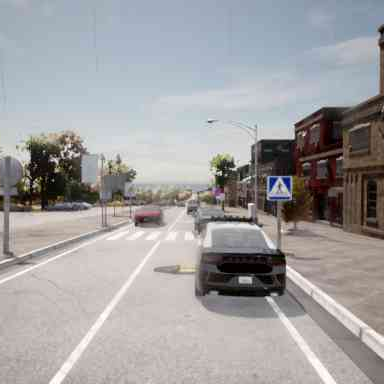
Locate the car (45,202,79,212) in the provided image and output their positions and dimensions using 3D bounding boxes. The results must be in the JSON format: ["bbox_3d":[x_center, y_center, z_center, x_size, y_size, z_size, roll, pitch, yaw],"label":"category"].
[{"bbox_3d":[-21.659,2.521,54.446,4.674,1.452,2.002,0,-1,0],"label":"car"}]

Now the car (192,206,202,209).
[{"bbox_3d":[1.051,1.715,18.771,1.837,1.490,4.892,0,-1,0],"label":"car"}]

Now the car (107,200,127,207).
[{"bbox_3d":[-21.385,3.378,92.619,5.008,1.535,2.097,0,-1,0],"label":"car"}]

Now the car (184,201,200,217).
[{"bbox_3d":[0.256,2.359,46.538,1.837,1.490,4.892,0,-1,1],"label":"car"}]

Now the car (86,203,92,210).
[{"bbox_3d":[-21.621,2.634,60.995,5.008,1.535,2.097,0,-1,0],"label":"car"}]

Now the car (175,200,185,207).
[{"bbox_3d":[-2.751,3.272,86.275,1.837,1.490,4.892,0,-1,0],"label":"car"}]

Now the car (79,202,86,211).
[{"bbox_3d":[-21.633,2.559,57.722,4.892,1.521,2.231,0,-1,0],"label":"car"}]

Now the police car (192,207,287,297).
[{"bbox_3d":[1.026,1.452,8.861,1.930,1.638,5.238,1,0,0],"label":"police car"}]

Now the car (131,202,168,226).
[{"bbox_3d":[-3.235,1.810,25.883,1.882,1.535,5.008,0,-3,0],"label":"car"}]

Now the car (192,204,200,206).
[{"bbox_3d":[1.084,1.853,24.775,1.837,1.490,4.892,0,-1,0],"label":"car"}]
